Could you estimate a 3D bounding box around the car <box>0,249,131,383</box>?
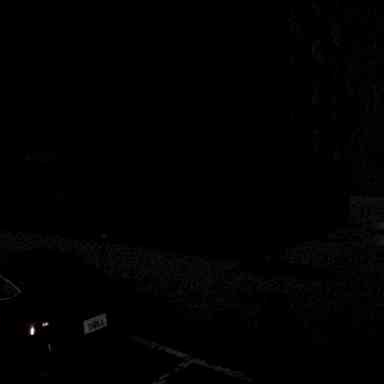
[{"bbox_3d":[-2.815,1.566,5.076,4.313,1.339,1.947,0,0,35],"label":"car"}]
